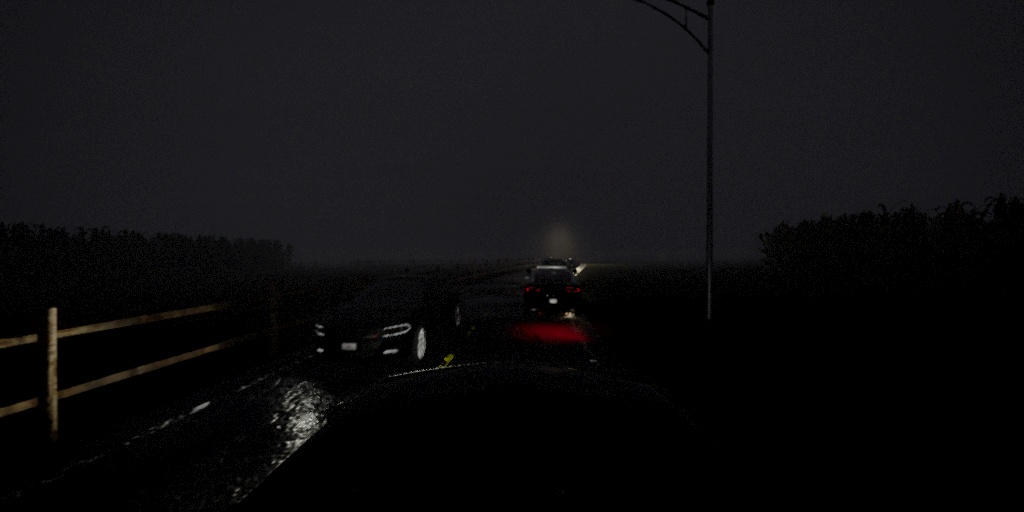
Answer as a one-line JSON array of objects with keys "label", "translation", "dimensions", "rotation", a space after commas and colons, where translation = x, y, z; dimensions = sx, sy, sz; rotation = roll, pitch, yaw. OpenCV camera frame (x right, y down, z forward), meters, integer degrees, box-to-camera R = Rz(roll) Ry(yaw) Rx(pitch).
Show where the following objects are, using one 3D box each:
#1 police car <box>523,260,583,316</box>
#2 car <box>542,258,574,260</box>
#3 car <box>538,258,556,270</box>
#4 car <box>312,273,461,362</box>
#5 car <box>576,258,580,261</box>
[{"label": "police car", "translation": [1.471, 1.116, 13.226], "dimensions": [1.930, 1.638, 5.238], "rotation": [0, 0, 6]}, {"label": "car", "translation": [2.743, 0.985, 22.850], "dimensions": [2.097, 1.767, 4.553], "rotation": [0, 0, 9]}, {"label": "car", "translation": [4.814, 1.001, 48.497], "dimensions": [1.812, 1.442, 4.674], "rotation": [0, 1, 14]}, {"label": "car", "translation": [-2.498, 1.192, 8.353], "dimensions": [1.882, 1.535, 5.008], "rotation": [0, 0, 4]}, {"label": "car", "translation": [7.755, 1.039, 48.602], "dimensions": [1.994, 1.385, 4.181], "rotation": [0, 0, 15]}]
